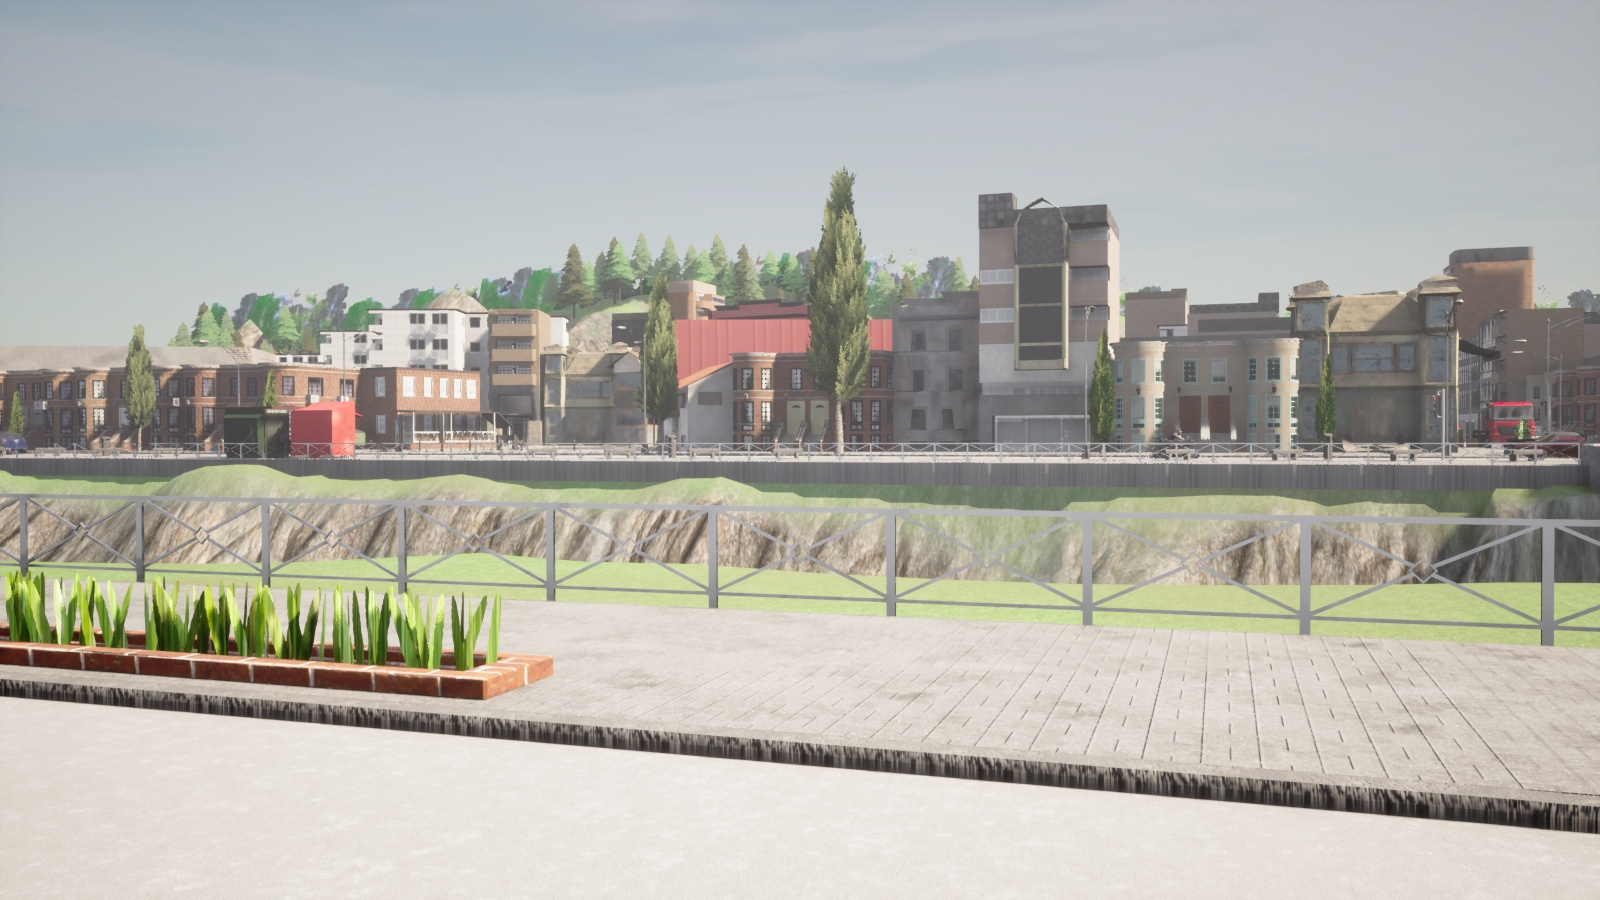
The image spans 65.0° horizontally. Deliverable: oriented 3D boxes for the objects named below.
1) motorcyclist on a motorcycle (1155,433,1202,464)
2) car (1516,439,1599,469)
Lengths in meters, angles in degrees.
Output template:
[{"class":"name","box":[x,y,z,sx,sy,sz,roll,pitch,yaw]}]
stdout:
[{"class":"motorcyclist on a motorcycle","box":[18.850,-0.068,62.494,2.191,1.530,0.866,1,1,19]},{"class":"car","box":[34.948,0.153,56.555,4.718,1.301,1.895,1,1,30]}]
